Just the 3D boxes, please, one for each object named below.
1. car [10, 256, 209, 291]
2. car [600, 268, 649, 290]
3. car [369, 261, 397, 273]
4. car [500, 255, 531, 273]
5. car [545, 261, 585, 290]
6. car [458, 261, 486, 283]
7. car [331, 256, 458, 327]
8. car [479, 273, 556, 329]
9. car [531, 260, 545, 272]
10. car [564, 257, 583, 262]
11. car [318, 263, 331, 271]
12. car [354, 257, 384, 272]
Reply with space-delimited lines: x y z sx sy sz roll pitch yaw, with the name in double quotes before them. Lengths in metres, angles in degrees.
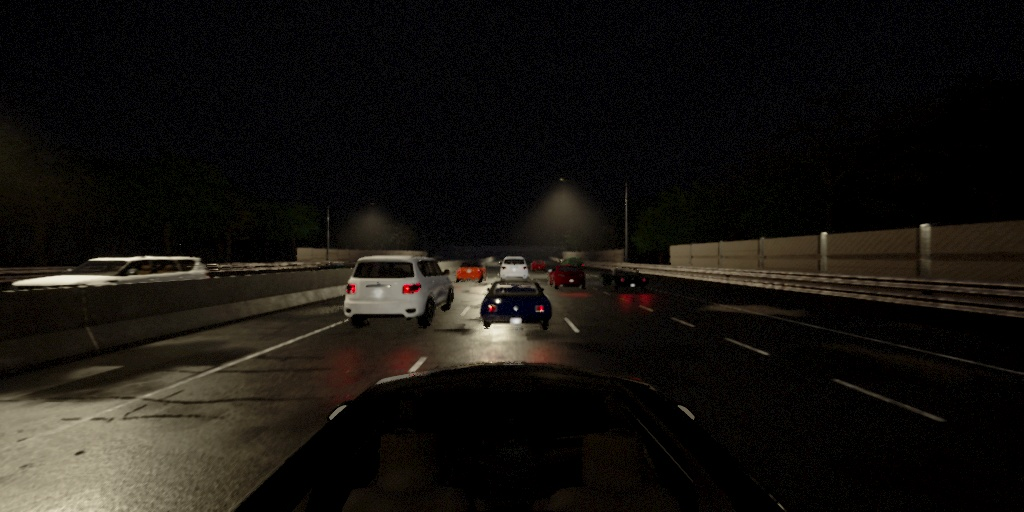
"car" -14.094 1.021 13.116 2.150 2.045 5.566 0 0 1
"car" 7.149 1.452 23.415 1.895 1.301 4.718 0 0 0
"car" -17.350 1.425 48.574 1.882 1.535 5.008 0 0 1
"car" 0.182 1.099 29.865 2.150 2.045 5.566 0 0 0
"car" 3.550 1.331 23.777 1.882 1.535 5.008 0 0 0
"car" -3.316 1.229 29.933 2.097 1.767 4.553 0 0 0
"car" -3.388 1.017 11.786 2.150 2.045 5.566 0 0 0
"car" 0.111 1.395 11.456 1.895 1.301 4.718 0 0 0
"car" 3.750 1.442 51.245 1.882 1.535 5.008 0 0 1
"car" 7.275 1.153 43.042 2.150 2.045 5.566 0 0 0
"car" -24.341 1.547 48.739 1.895 1.301 4.718 0 0 1
"car" -20.800 1.183 52.499 2.150 2.045 5.566 0 0 1
